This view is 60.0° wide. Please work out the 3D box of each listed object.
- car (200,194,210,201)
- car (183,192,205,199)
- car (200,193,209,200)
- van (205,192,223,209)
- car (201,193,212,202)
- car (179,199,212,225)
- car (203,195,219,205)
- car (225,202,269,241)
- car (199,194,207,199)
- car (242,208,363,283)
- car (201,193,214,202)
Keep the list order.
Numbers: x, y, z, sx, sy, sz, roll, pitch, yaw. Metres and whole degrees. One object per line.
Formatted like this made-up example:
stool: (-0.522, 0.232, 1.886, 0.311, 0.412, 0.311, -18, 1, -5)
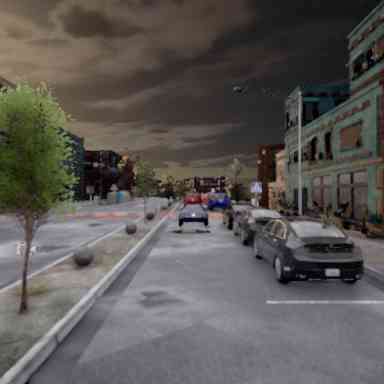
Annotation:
car: (2.985, 1.246, 75.889, 2.002, 1.452, 4.674, 0, 0, 0)
car: (0.090, 1.009, 40.970, 2.150, 2.045, 5.566, 0, 0, 0)
car: (2.984, 1.082, 81.382, 2.185, 1.767, 4.553, 0, 0, 0)
van: (2.990, 1.012, 48.277, 1.878, 1.987, 4.442, 0, 0, 0)
car: (2.986, 1.079, 70.213, 2.185, 1.767, 4.553, 0, 0, 0)
car: (0.093, 1.446, 23.192, 1.994, 1.385, 4.181, 0, 0, 0)
car: (2.989, 1.224, 53.675, 2.231, 1.521, 4.892, 0, 0, 0)
car: (2.994, 1.410, 15.150, 2.231, 1.521, 4.892, 0, 0, 0)
car: (2.982, 1.214, 92.324, 2.231, 1.521, 4.892, 0, 0, 0)
car: (2.995, 1.438, 9.502, 2.231, 1.521, 4.892, 0, 0, 0)
car: (2.987, 1.081, 64.692, 2.185, 1.767, 4.553, 0, 0, 0)
